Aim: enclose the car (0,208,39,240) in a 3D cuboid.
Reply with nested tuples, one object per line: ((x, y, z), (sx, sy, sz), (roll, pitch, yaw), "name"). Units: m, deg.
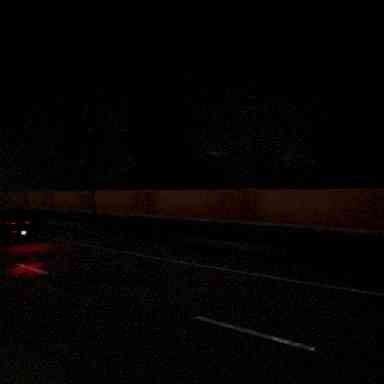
((-9.258, 1.553, 16.360), (4.892, 1.490, 1.837), (0, 0, 42), "car")
